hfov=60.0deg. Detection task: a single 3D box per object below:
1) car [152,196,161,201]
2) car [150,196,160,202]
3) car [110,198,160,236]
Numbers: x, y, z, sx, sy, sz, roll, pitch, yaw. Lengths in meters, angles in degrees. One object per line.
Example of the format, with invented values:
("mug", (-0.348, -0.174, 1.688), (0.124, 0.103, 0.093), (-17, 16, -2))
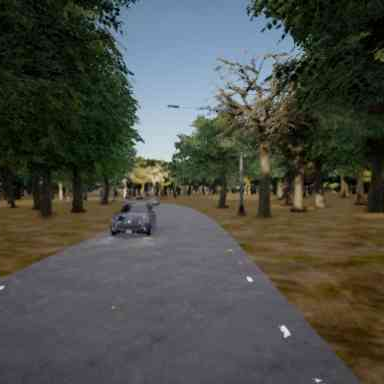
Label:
("car", (-6.775, 1.835, 60.043), (2.128, 1.511, 4.902), (0, 0, -9))
("car", (-10.508, 2.030, 93.529), (1.801, 1.575, 5.366), (0, 0, -17))
("car", (-3.176, 1.400, 18.818), (2.097, 1.767, 4.553), (0, 0, -1))
